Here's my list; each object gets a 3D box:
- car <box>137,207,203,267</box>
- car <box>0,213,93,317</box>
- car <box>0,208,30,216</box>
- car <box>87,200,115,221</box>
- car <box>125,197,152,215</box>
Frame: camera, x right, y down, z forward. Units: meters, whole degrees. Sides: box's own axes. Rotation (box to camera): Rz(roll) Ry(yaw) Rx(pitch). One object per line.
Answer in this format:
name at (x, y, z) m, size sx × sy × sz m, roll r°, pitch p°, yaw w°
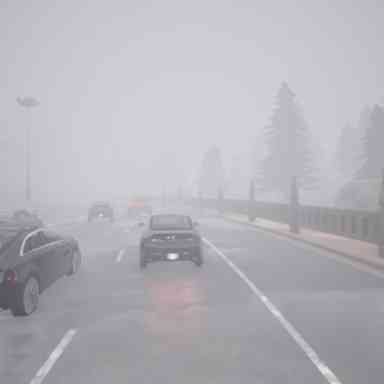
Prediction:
car at (-0.773, 1.454, 11.241) m, size 1.837 × 1.490 × 4.892 m, roll 0°, pitch 0°, yaw -6°
car at (-3.887, 1.474, 7.312) m, size 2.128 × 1.511 × 4.902 m, roll 0°, pitch 0°, yaw -4°
car at (-8.414, 1.489, 15.507) m, size 1.812 × 1.442 × 4.674 m, roll 0°, pitch 0°, yaw -9°
car at (-7.182, 1.413, 26.259) m, size 1.837 × 1.490 × 4.892 m, roll 0°, pitch 0°, yaw -15°
car at (-5.219, 1.225, 31.944) m, size 2.097 × 1.767 × 4.553 m, roll 0°, pitch 0°, yaw -17°
